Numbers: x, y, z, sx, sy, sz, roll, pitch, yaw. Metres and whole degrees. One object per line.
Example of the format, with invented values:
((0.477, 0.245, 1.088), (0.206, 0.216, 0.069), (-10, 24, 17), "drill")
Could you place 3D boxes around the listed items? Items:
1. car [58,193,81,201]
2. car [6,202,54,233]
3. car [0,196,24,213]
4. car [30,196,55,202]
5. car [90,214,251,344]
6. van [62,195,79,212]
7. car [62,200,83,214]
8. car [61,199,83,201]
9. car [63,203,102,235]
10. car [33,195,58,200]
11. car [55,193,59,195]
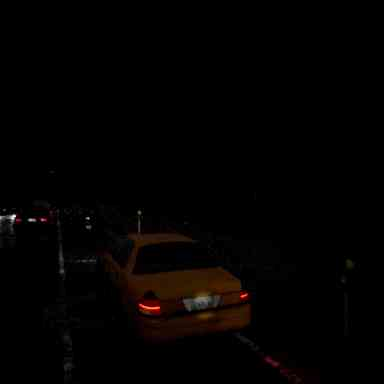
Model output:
((-12.282, 1.289, 34.113), (2.192, 1.841, 5.009), (0, 0, -22), "car")
((-9.455, 1.531, 19.871), (2.033, 1.411, 5.357), (0, 0, -22), "car")
((-18.414, 1.477, 33.463), (1.837, 1.490, 4.892), (0, 0, -22), "car")
((-15.718, 1.497, 34.973), (1.812, 1.442, 4.674), (0, 0, -22), "car")
((-0.832, 1.453, 6.795), (1.801, 1.575, 5.366), (0, 0, -22), "car")
((-14.367, 1.311, 39.228), (1.690, 1.788, 3.998), (0, 0, -22), "van")
((-8.112, 1.533, 23.883), (2.008, 1.369, 4.403), (0, 0, -22), "car")
((-10.197, 1.544, 28.998), (1.947, 1.339, 4.313), (0, 0, -22), "car")
((-6.027, 1.537, 18.768), (2.008, 1.369, 4.403), (0, 0, -22), "car")
((-18.186, 1.458, 41.260), (2.128, 1.511, 4.902), (0, 0, -21), "car")
((-31.199, 1.404, 79.763), (1.967, 1.590, 4.097), (0, 0, -23), "car")
